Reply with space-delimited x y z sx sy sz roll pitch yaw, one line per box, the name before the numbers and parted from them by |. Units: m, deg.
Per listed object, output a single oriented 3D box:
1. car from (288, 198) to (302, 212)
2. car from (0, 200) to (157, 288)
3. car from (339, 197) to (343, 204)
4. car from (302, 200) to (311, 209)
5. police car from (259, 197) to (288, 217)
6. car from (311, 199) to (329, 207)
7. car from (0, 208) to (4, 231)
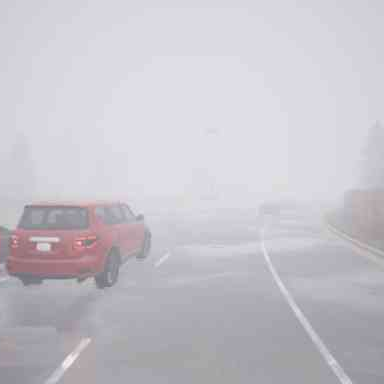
car | 11.836 1.523 41.347 2.097 1.767 4.553 0 0 29
car | -2.758 1.230 9.502 2.150 2.045 5.566 0 0 6
car | 31.707 1.712 67.353 4.892 1.490 1.837 0 0 -38
car | 14.595 1.655 46.023 1.801 1.575 5.366 0 0 32
police car | 8.095 1.557 33.670 1.930 1.638 5.238 0 0 23
car | 22.253 1.838 58.169 1.994 1.385 4.181 0 0 44
car | -12.390 1.575 17.331 1.895 1.301 4.718 0 0 10
